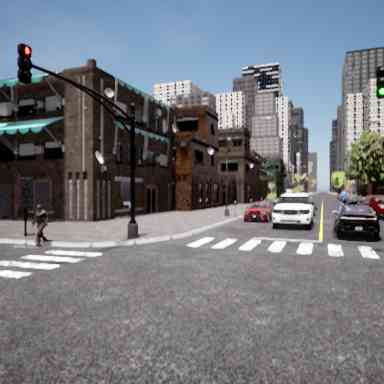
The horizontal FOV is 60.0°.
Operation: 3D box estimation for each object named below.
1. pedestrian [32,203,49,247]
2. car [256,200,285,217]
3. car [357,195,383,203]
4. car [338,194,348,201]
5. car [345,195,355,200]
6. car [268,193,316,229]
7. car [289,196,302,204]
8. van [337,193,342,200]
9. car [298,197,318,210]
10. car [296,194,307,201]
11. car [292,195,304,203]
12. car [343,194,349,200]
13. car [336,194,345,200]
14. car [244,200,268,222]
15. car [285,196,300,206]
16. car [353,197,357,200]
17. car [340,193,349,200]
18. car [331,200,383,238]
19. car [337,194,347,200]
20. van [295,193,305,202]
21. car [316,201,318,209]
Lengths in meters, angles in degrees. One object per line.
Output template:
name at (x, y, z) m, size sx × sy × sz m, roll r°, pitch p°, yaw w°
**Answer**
pedestrian at (-6.416, 1.361, 14.040) m, size 0.375 × 1.860 × 0.375 m, roll 0°, pitch 1°, yaw 21°
car at (7.180, 1.411, 29.930) m, size 1.947 × 1.339 × 4.313 m, roll 0°, pitch 0°, yaw 22°
car at (14.977, 1.174, 26.855) m, size 2.192 × 1.841 × 5.009 m, roll 0°, pitch 0°, yaw 22°
car at (33.276, 1.195, 73.278) m, size 1.752 × 1.417 × 4.829 m, roll 0°, pitch 0°, yaw 22°
car at (21.056, 1.354, 42.278) m, size 1.947 × 1.339 × 4.313 m, roll 0°, pitch 0°, yaw 22°
car at (6.498, 1.110, 21.099) m, size 2.150 × 2.045 × 5.566 m, roll 0°, pitch 0°, yaw 22°
car at (17.312, 1.313, 55.631) m, size 1.802 × 1.307 × 4.206 m, roll 0°, pitch 0°, yaw 22°
van at (31.188, 1.029, 67.979) m, size 1.690 × 1.788 × 3.998 m, roll 0°, pitch 0°, yaw 22°
car at (14.054, 1.346, 40.033) m, size 2.033 × 1.411 × 5.357 m, roll 0°, pitch 0°, yaw 22°
car at (23.391, 1.225, 71.053) m, size 2.008 × 1.369 × 4.403 m, roll 0°, pitch 0°, yaw 22°
car at (19.276, 1.237, 60.613) m, size 1.752 × 1.417 × 4.829 m, roll 0°, pitch 0°, yaw 22°
car at (23.082, 1.317, 47.419) m, size 2.008 × 1.369 × 4.403 m, roll 0°, pitch 0°, yaw 22°
car at (37.267, 1.201, 83.401) m, size 1.947 × 1.339 × 4.313 m, roll 0°, pitch 0°, yaw 22°
car at (5.074, 1.414, 24.826) m, size 1.887 × 1.381 × 4.507 m, roll 0°, pitch 0°, yaw 22°
car at (15.286, 1.334, 50.492) m, size 1.802 × 1.307 × 4.206 m, roll 0°, pitch 0°, yaw 22°
car at (17.003, 1.401, 31.998) m, size 1.947 × 1.339 × 4.313 m, roll 0°, pitch 0°, yaw 22°
car at (27.135, 1.307, 57.698) m, size 1.802 × 1.307 × 4.206 m, roll 0°, pitch 0°, yaw 22°
car at (8.351, 1.398, 17.115) m, size 2.128 × 1.511 × 4.902 m, roll 0°, pitch 0°, yaw 22°
car at (35.240, 1.235, 78.259) m, size 1.802 × 1.307 × 4.206 m, roll 0°, pitch 0°, yaw 22°
van at (21.365, 1.033, 65.911) m, size 1.690 × 1.788 × 3.998 m, roll 0°, pitch 0°, yaw 22°
car at (10.202, 1.407, 30.445) m, size 1.994 × 1.385 × 4.181 m, roll 0°, pitch 0°, yaw 22°
